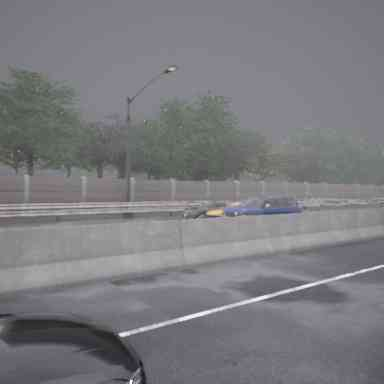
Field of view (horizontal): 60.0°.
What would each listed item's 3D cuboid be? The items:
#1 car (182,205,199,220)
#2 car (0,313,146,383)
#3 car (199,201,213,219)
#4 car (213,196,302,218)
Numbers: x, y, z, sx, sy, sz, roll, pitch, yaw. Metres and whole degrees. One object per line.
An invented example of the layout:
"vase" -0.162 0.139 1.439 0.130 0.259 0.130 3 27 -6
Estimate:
"car" 1.454 1.536 26.524 4.892 1.490 1.837 0 0 -35
"car" -2.595 1.490 1.895 4.902 1.511 2.128 0 0 -36
"car" 3.236 1.508 23.495 5.008 1.535 1.882 0 0 -35
"car" 4.255 1.249 19.923 5.566 2.045 2.150 0 0 -35
